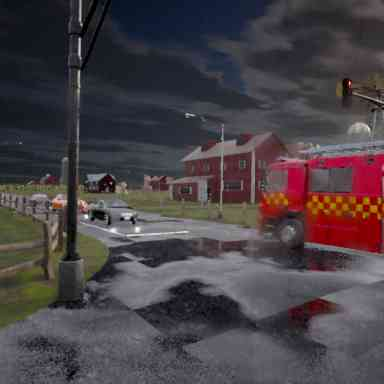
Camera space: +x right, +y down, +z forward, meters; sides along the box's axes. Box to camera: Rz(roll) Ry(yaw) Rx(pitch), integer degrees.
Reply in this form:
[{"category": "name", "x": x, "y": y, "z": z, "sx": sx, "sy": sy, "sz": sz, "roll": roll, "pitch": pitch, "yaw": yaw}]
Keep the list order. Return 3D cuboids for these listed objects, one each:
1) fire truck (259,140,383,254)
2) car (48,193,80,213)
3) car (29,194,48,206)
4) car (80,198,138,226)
[{"category": "fire truck", "x": 6.290, "y": 0.316, "z": 11.214, "sx": 2.891, "sy": 3.827, "sz": 8.468, "roll": 1, "pitch": 0, "yaw": -35}, {"category": "car", "x": -10.737, "y": 0.934, "z": 29.078, "sx": 2.097, "sy": 1.767, "sz": 4.553, "roll": 1, "pitch": 0, "yaw": -35}, {"category": "car", "x": -17.976, "y": 0.944, "z": 39.370, "sx": 1.812, "sy": 1.442, "sz": 4.674, "roll": 1, "pitch": 0, "yaw": -35}, {"category": "car", "x": -5.118, "y": 1.202, "z": 21.098, "sx": 2.128, "sy": 1.511, "sz": 4.902, "roll": 1, "pitch": 0, "yaw": -35}]
